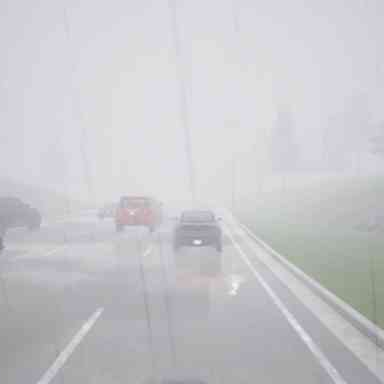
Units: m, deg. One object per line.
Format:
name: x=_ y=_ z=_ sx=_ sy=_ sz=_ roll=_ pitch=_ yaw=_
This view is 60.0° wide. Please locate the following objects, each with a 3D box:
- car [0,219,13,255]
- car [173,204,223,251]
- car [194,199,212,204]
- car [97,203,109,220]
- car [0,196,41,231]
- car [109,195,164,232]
car: x=-6.865 y=1.595 z=8.448 sx=1.895 sy=1.301 sz=4.718 roll=0 pitch=0 yaw=1
car: x=0.245 y=1.494 z=14.032 sx=1.837 sy=1.490 sz=4.892 roll=0 pitch=0 yaw=1
car: x=1.134 y=1.498 z=34.745 sx=1.812 sy=1.442 sz=4.674 roll=0 pitch=0 yaw=3
car: x=-6.249 y=1.526 z=27.560 sx=2.033 sy=1.411 sz=5.357 roll=0 pitch=0 yaw=3
car: x=-10.163 y=1.210 z=17.561 sx=2.150 sy=2.045 sz=5.566 roll=0 pitch=0 yaw=2
car: x=-3.068 y=1.207 z=20.207 sx=2.150 sy=2.045 sz=5.566 roll=0 pitch=0 yaw=2
